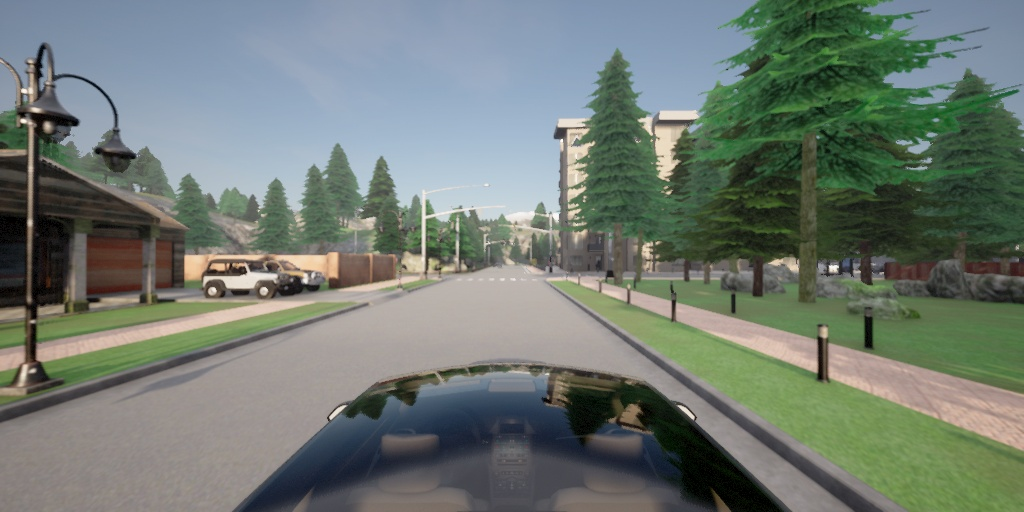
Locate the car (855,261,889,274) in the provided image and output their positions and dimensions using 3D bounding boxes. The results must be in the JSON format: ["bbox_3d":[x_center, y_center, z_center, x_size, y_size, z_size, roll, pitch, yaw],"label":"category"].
[{"bbox_3d":[44.637,1.354,43.042,5.357,1.411,2.033,0,-1,1],"label":"car"}]
